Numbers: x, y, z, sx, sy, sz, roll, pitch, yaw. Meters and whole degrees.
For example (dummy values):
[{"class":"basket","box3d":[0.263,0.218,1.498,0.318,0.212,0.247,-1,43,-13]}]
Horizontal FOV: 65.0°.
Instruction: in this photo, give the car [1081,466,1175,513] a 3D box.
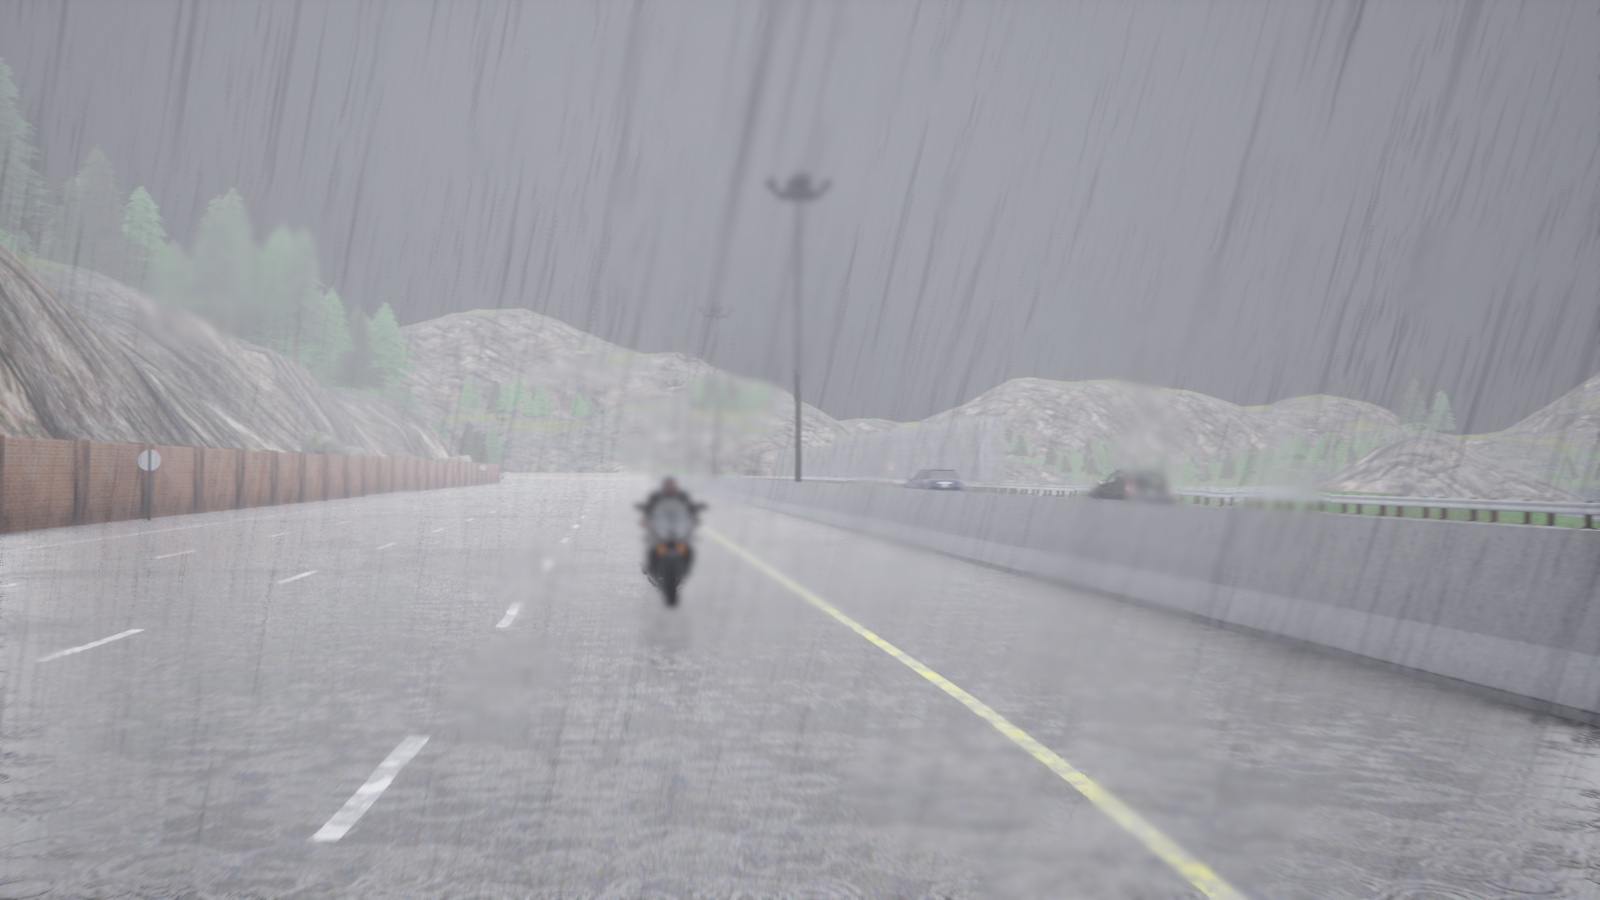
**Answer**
[{"class":"car","box3d":[11.703,1.388,45.045,1.851,1.617,3.988,0,-1,-8]}]

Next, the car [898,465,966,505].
[{"class":"car","box3d":[6.133,1.616,58.829,2.097,1.767,4.553,0,-1,-8]}]

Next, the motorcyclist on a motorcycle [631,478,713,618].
[{"class":"motorcyclist on a motorcycle","box3d":[-1.573,1.113,15.108,0.866,1.530,2.191,0,-1,-8]}]
